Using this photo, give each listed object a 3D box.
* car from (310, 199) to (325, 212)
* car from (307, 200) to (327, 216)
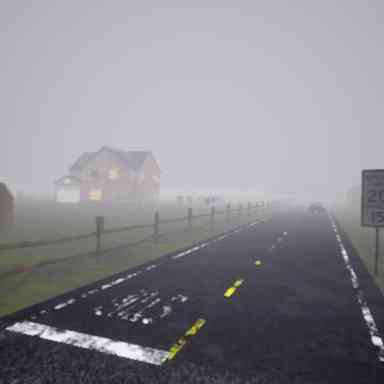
[{"bbox_3d":[17.717,1.887,46.813,1.882,1.535,5.008,1,0,22],"label":"car"},{"bbox_3d":[13.742,1.806,36.541,2.128,1.511,4.902,1,0,22],"label":"car"}]
